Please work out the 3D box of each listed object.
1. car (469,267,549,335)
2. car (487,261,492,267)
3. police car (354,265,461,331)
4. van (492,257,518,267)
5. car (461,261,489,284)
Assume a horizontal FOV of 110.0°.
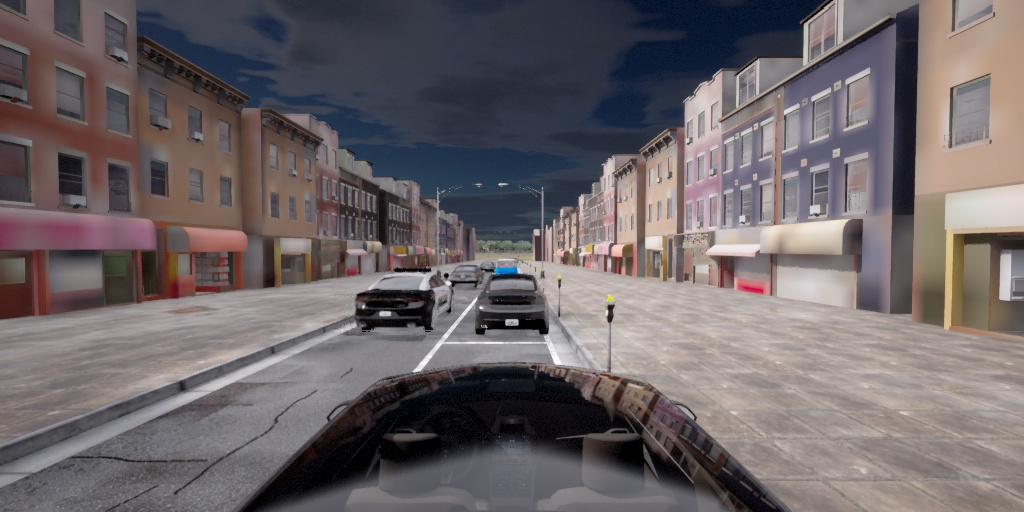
[{"bbox_3d":[0.000,1.250,10.502,1.837,1.490,4.892,0,0,0],"label":"car"},{"bbox_3d":[-2.933,1.299,44.266,1.994,1.385,4.181,0,0,0],"label":"car"},{"bbox_3d":[-3.021,1.171,11.131,1.930,1.638,5.238,0,0,0],"label":"police car"},{"bbox_3d":[-0.383,1.081,27.392,1.690,1.789,3.998,0,0,0],"label":"van"},{"bbox_3d":[-2.952,1.289,24.131,2.033,1.411,5.357,0,0,0],"label":"car"}]
